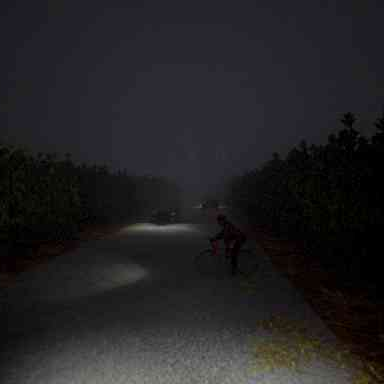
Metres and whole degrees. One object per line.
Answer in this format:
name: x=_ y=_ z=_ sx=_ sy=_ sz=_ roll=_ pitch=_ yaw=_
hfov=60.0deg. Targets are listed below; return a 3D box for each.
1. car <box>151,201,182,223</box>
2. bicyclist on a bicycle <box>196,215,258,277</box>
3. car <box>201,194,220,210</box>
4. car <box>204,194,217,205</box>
car: x=-1.826 y=1.423 z=25.080 sx=1.882 sy=1.535 sz=5.008 roll=0 pitch=0 yaw=4
bicyclist on a bicycle: x=0.933 y=1.440 z=8.853 sx=1.656 sy=1.620 sz=0.582 roll=0 pitch=0 yaw=3
car: x=2.132 y=1.285 z=38.573 sx=1.812 sy=1.442 sz=4.674 roll=0 pitch=1 yaw=3
car: x=2.778 y=1.107 z=50.460 sx=1.882 sy=1.535 sz=5.008 roll=0 pitch=0 yaw=4
